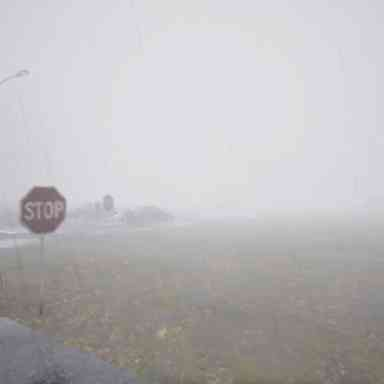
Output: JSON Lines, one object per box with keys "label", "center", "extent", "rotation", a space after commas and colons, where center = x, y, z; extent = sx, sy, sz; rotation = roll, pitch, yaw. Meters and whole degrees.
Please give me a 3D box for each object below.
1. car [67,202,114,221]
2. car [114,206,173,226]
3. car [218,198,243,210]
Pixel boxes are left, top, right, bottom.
{"label": "car", "center": [-9.102, 1.686, 29.715], "extent": [1.882, 1.535, 5.008], "rotation": [1, 1, 36]}
{"label": "car", "center": [-3.385, 1.784, 25.675], "extent": [1.812, 1.442, 4.674], "rotation": [1, 0, 36]}
{"label": "car", "center": [5.842, 1.767, 50.371], "extent": [2.097, 1.767, 4.553], "rotation": [1, -1, 36]}
